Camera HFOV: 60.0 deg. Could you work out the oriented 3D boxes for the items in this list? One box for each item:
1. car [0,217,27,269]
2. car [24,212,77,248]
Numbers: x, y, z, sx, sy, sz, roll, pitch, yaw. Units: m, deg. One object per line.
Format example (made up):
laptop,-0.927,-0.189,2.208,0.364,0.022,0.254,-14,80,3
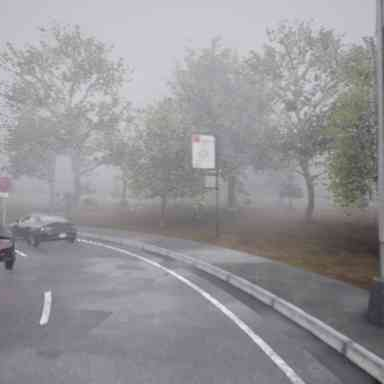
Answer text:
car,-7.080,1.626,10.916,2.128,1.511,4.902,0,-1,-35
car,-7.091,1.683,15.649,4.674,1.442,1.812,-1,-1,45
